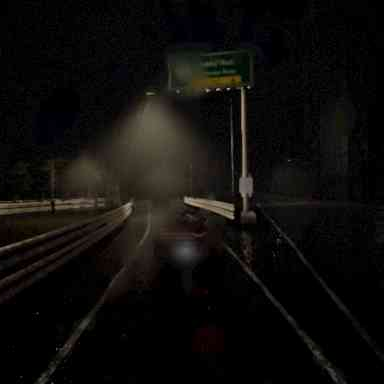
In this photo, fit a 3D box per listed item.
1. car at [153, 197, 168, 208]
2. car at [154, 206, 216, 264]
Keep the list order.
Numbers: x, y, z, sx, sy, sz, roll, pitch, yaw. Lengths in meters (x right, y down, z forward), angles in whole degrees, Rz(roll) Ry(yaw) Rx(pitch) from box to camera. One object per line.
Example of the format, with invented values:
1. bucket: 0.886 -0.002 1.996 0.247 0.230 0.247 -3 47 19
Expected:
1. car: -4.687 1.555 49.671 1.837 1.490 4.892 -1 0 -6
2. car: -0.293 1.450 11.713 2.128 1.511 4.902 -1 0 -3
